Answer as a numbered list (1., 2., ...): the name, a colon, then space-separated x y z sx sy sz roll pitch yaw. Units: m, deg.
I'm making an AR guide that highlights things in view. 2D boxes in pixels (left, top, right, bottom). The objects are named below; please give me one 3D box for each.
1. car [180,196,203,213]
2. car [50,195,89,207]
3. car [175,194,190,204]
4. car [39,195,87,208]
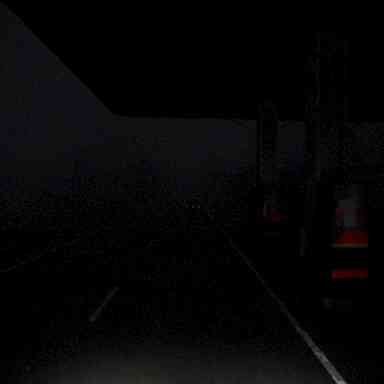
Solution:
1. car: 0.107 1.429 34.418 2.033 1.411 5.357 0 0 0
2. car: -16.502 1.186 44.957 4.514 1.523 2.007 0 0 -1
3. car: -1.338 1.162 55.357 2.097 1.767 4.553 0 0 -17
4. car: -16.431 1.187 41.821 5.027 1.636 2.152 0 0 -1
